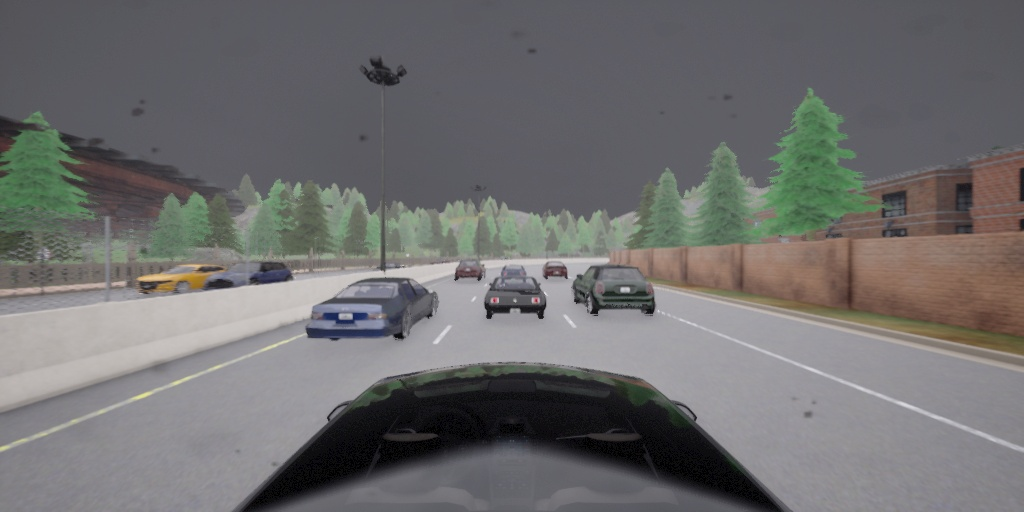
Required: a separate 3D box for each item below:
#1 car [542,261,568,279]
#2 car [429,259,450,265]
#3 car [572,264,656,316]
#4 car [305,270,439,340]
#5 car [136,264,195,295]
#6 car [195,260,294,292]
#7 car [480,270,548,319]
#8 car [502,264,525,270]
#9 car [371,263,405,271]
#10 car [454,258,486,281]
[{"bbox_3d":[3.676,1.176,31.342,1.882,1.535,5.008,0,0,1],"label":"car"},{"bbox_3d":[-12.664,1.239,62.674,1.895,1.301,4.718,0,0,17],"label":"car"},{"bbox_3d":[3.599,1.083,13.491,2.097,1.767,4.553,0,0,0],"label":"car"},{"bbox_3d":[-3.404,1.282,9.860,2.033,1.411,5.357,0,0,0],"label":"car"},{"bbox_3d":[-17.582,1.190,19.778,1.882,1.535,5.008,0,0,0],"label":"car"},{"bbox_3d":[-14.082,1.067,19.500,2.097,1.767,4.553,0,0,0],"label":"car"},{"bbox_3d":[0.101,1.331,12.756,1.895,1.301,4.718,0,0,0],"label":"car"},{"bbox_3d":[0.118,1.304,28.193,1.895,1.301,4.718,0,0,0],"label":"car"},{"bbox_3d":[-10.464,1.260,30.607,1.994,1.385,4.181,0,0,2],"label":"car"},{"bbox_3d":[-3.351,1.052,29.527,2.097,1.767,4.553,0,0,1],"label":"car"}]
